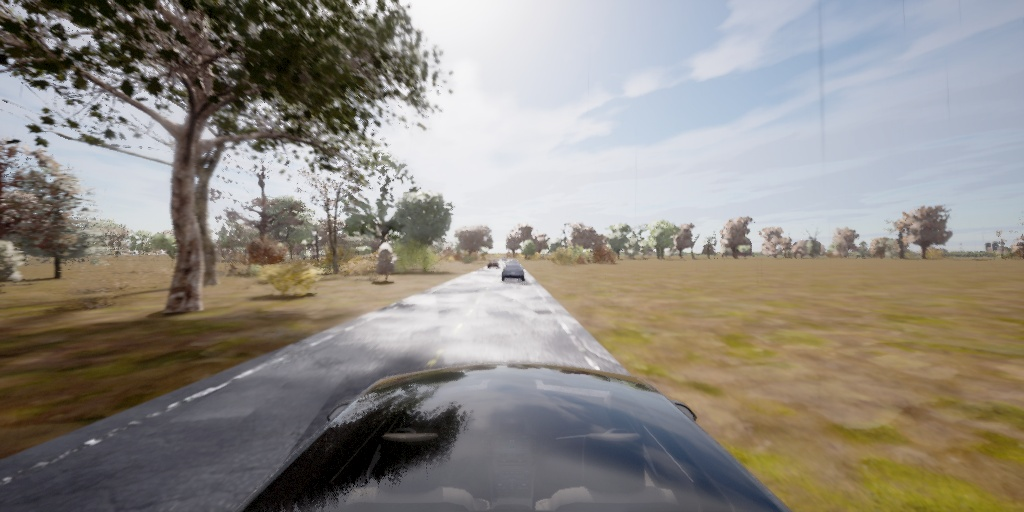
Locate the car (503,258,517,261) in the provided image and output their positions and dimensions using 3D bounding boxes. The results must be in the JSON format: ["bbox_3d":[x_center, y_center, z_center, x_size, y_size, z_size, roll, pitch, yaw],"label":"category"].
[{"bbox_3d":[0.082,1.288,48.626,1.837,1.490,4.892,0,0,0],"label":"car"}]

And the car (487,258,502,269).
[{"bbox_3d":[-3.034,1.385,58.701,1.895,1.301,4.718,0,0,0],"label":"car"}]

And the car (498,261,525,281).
[{"bbox_3d":[0.090,1.339,30.962,1.994,1.385,4.181,0,0,0],"label":"car"}]
